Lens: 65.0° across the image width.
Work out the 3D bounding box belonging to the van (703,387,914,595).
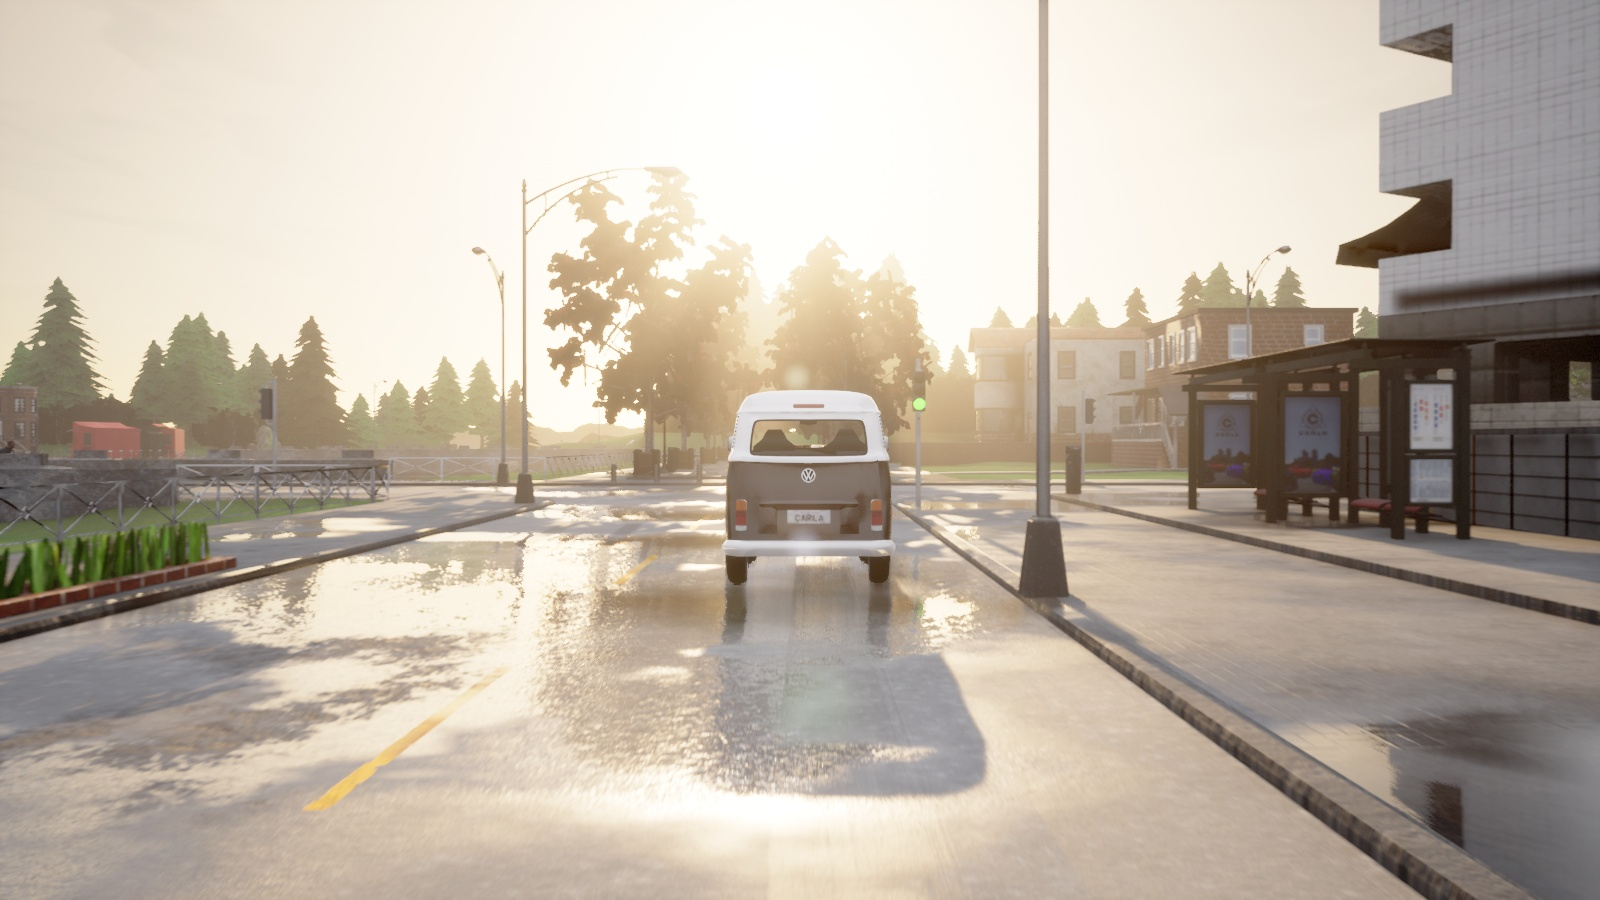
[{"bbox_3d":[0.099,0.388,14.561,2.069,2.038,4.480,0,0,0],"label":"van"}]
